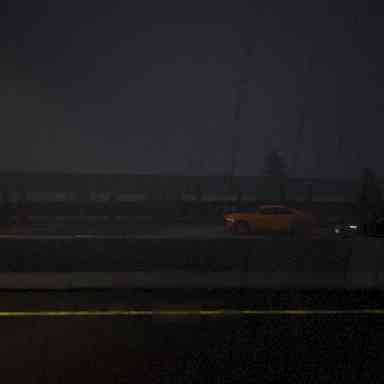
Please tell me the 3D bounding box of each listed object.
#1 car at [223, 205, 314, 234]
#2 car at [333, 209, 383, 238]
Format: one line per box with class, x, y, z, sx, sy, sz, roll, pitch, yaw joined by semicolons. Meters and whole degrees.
car;4.244;1.494;18.715;5.008;1.535;1.882;1;0;-2
car;9.139;1.558;15.425;4.902;1.511;2.128;1;0;-2
